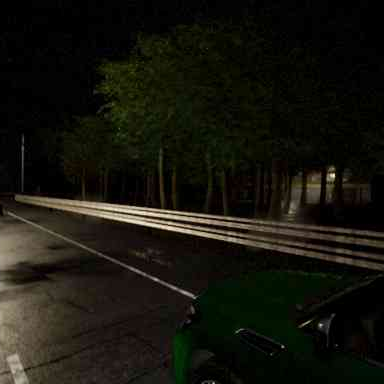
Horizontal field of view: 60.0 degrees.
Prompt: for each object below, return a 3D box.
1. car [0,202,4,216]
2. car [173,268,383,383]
[{"bbox_3d":[-17.221,1.239,28.201,1.837,1.490,4.892,1,1,-36],"label":"car"},{"bbox_3d":[2.089,1.234,1.744,2.150,2.045,5.566,0,1,-35],"label":"car"}]
